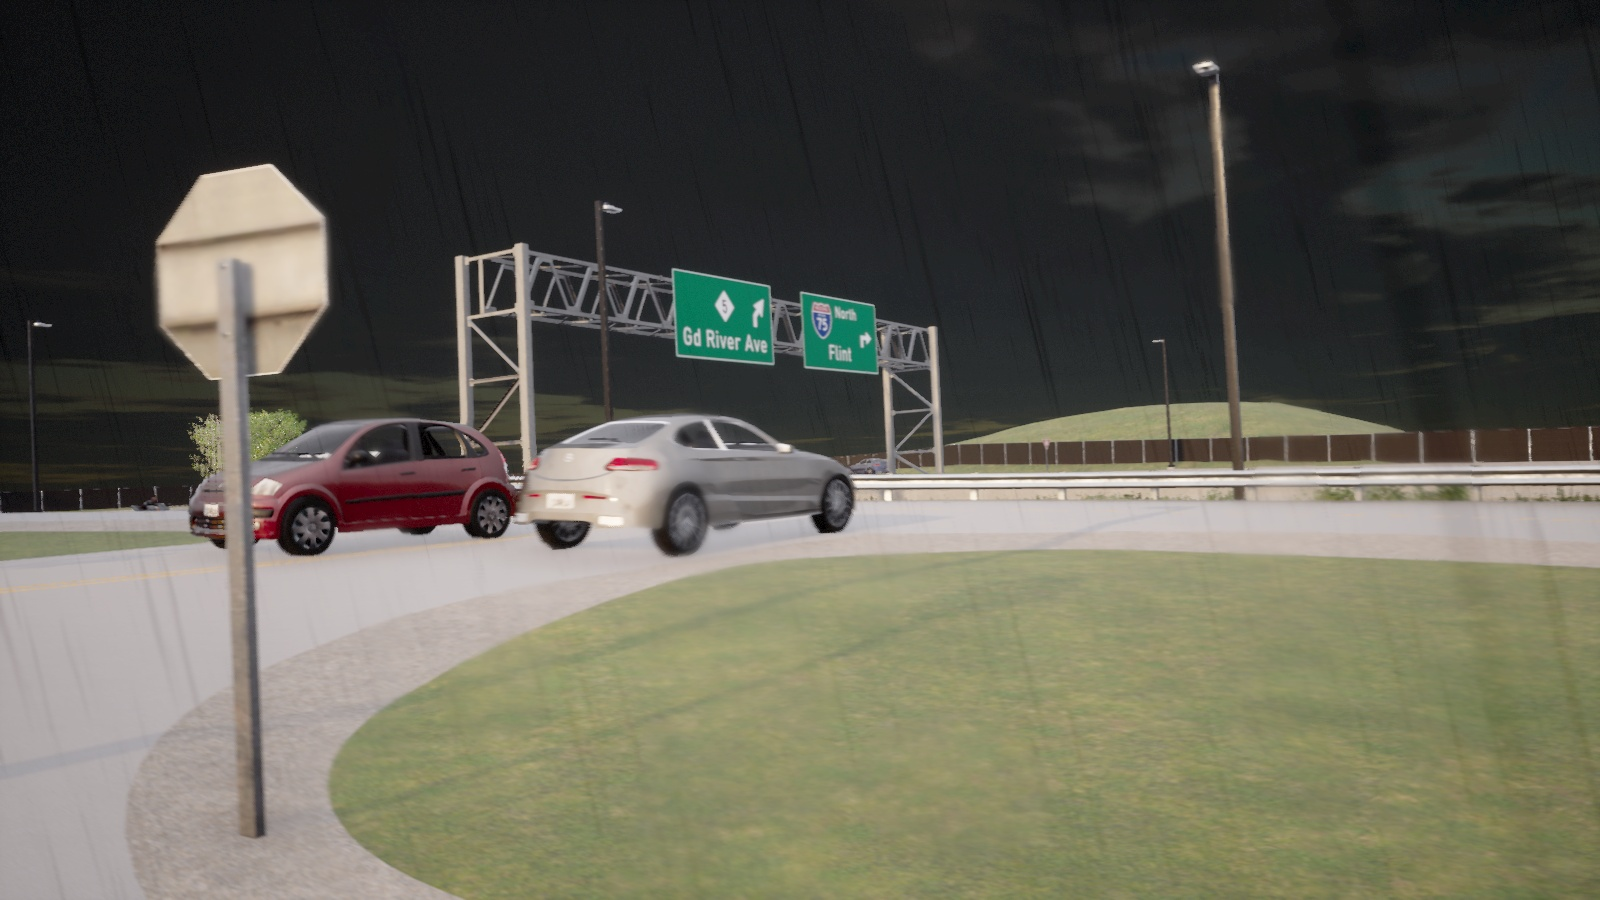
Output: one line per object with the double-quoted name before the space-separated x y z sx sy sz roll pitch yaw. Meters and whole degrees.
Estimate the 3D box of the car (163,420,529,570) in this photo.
"car" -5.602 0.469 15.956 1.851 1.617 3.988 -1 1 35

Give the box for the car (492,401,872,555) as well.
"car" -1.287 0.233 16.172 2.152 1.651 5.027 -1 1 33

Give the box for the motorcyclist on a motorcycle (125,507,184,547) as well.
"motorcyclist on a motorcycle" -26.775 3.213 52.095 2.191 1.530 0.866 -3 -1 20
